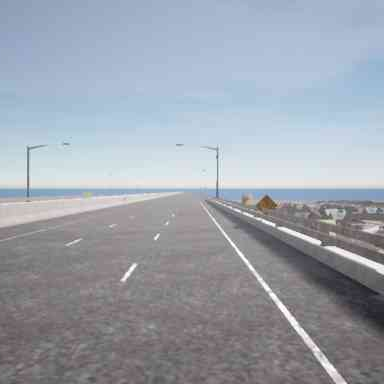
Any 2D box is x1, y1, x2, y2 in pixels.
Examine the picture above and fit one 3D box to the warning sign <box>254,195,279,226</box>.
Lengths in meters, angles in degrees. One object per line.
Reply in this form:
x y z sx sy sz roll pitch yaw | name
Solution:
4.559 1.107 20.390 1.300 1.860 1.060 1 1 0 | warning sign
